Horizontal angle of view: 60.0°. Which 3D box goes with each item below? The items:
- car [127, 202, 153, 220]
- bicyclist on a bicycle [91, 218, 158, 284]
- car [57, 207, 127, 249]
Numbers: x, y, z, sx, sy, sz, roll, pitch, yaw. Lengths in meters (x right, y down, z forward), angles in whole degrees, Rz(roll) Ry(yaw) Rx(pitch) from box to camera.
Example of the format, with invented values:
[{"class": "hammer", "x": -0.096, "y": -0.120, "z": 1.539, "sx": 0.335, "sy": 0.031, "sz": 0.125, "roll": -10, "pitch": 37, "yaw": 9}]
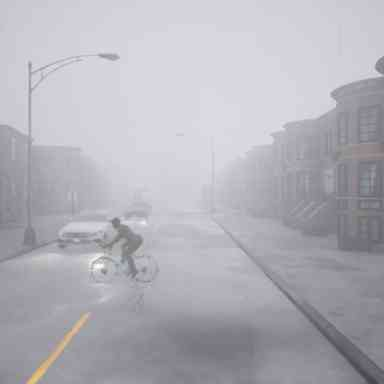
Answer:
[{"class": "car", "x": -4.496, "y": 1.547, "z": 28.789, "sx": 2.033, "sy": 1.411, "sz": 5.357, "roll": 0, "pitch": 0, "yaw": -1}, {"class": "bicyclist on a bicycle", "x": -1.678, "y": 1.452, "z": 8.143, "sx": 1.656, "sy": 1.620, "sz": 0.582, "roll": -2, "pitch": 0, "yaw": -1}, {"class": "car", "x": -4.305, "y": 1.525, "z": 14.679, "sx": 1.812, "sy": 1.442, "sz": 4.674, "roll": 0, "pitch": 0, "yaw": -1}]
